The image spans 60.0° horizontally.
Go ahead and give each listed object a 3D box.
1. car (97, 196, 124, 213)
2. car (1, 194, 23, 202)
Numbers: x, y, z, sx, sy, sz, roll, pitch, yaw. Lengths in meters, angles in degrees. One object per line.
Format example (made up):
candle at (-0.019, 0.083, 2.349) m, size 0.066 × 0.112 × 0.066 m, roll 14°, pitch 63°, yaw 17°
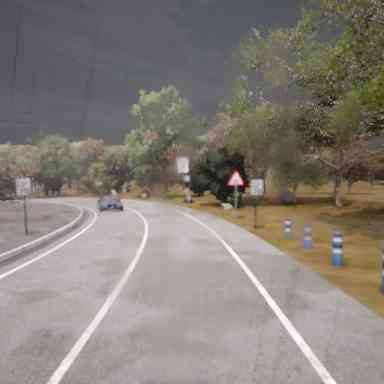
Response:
car at (-7.357, 1.025, 29.671) m, size 1.994 × 1.385 × 4.181 m, roll -2°, pitch 2°, yaw -21°
car at (-33.266, 1.058, 61.525) m, size 5.357 × 1.411 × 2.033 m, roll -2°, pitch 4°, yaw 33°
